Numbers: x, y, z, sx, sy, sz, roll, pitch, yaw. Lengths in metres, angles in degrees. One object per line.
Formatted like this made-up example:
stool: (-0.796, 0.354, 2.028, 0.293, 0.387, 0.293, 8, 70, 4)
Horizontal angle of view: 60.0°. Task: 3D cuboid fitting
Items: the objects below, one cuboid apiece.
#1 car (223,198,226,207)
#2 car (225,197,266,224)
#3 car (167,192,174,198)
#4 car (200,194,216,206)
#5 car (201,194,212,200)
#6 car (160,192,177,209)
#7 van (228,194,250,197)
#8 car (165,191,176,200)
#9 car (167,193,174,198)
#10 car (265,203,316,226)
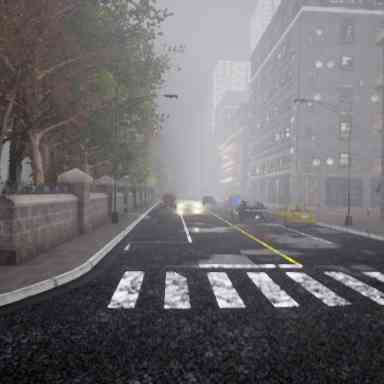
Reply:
car: (5.355, 1.226, 44.317, 1.967, 1.590, 4.097, 1, 0, -3)
car: (3.993, 1.362, 23.471, 2.128, 1.511, 4.902, 1, 0, -3)
car: (-5.978, 0.793, 93.573, 1.967, 1.590, 4.097, 1, 0, -3)
car: (2.412, 1.233, 49.758, 1.812, 1.442, 4.674, 1, 0, -3)
car: (3.373, 1.139, 77.490, 2.008, 1.369, 4.403, 1, 0, -3)
car: (-2.679, 1.118, 38.286, 1.967, 1.590, 4.097, 1, 0, -3)
van: (5.687, 1.160, 38.788, 1.690, 1.788, 3.998, 1, 0, -3)
car: (-4.656, 0.794, 71.458, 2.192, 1.841, 5.009, 1, 0, -3)
car: (-5.651, 0.949, 88.045, 1.947, 1.339, 4.313, 1, 0, -3)
car: (6.662, 1.448, 22.371, 1.752, 1.417, 4.829, 1, 0, -3)
